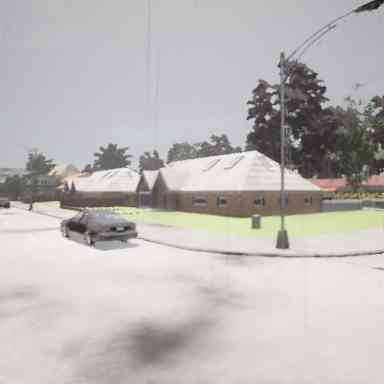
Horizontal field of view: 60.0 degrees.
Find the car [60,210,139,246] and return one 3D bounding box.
[{"bbox_3d":[-4.440,1.535,15.371,2.033,1.411,5.357,0,0,-38],"label":"car"}]

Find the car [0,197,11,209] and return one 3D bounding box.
[{"bbox_3d":[-25.966,1.477,45.240,2.128,1.511,4.902,0,0,-36],"label":"car"}]
